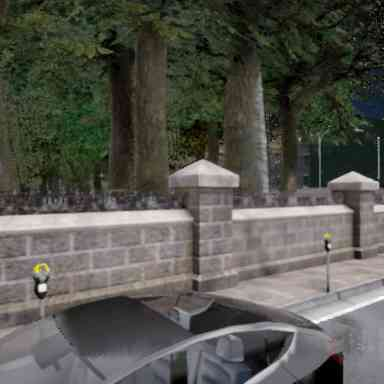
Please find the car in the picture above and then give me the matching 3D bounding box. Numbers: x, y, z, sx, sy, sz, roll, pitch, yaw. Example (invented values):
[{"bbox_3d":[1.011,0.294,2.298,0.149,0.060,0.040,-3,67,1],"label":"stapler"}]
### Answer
[{"bbox_3d":[-0.655,1.573,2.350,4.313,1.339,1.947,1,-1,-35],"label":"car"}]
